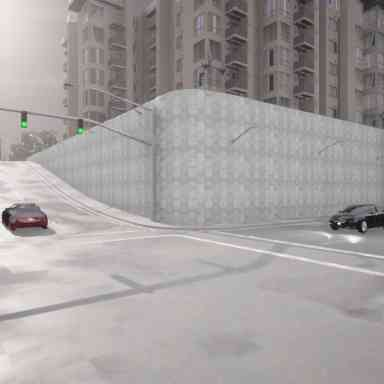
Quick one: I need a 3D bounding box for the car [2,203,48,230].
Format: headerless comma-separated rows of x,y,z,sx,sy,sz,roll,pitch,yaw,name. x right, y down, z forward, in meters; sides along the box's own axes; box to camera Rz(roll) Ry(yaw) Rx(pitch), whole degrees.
-9.994,1.355,19.815,1.994,1.385,4.181,0,3,-36,car

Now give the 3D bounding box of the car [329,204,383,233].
10.115,1.505,19.811,4.892,1.490,1.837,0,0,-36,car
